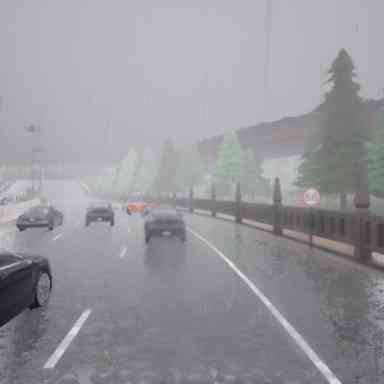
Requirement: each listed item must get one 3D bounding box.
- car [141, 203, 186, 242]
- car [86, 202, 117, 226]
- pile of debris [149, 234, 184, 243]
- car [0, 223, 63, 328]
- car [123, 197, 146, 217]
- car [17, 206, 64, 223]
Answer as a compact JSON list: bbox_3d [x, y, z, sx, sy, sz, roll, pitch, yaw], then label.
[{"bbox_3d":[-1.417,1.492,16.314,1.837,1.490,4.892,0,0,-9],"label":"car"},{"bbox_3d":[-6.456,1.507,23.652,1.837,1.490,4.892,0,0,-13],"label":"car"},{"bbox_3d":[-1.240,2.163,15.686,1.500,0.140,1.860,0,0,-9],"label":"pile of debris"},{"bbox_3d":[-3.710,1.503,4.951,2.128,1.511,4.902,0,0,-3],"label":"car"},{"bbox_3d":[-5.832,1.339,34.062,2.097,1.767,4.553,0,0,-18],"label":"car"},{"bbox_3d":[-9.273,1.566,20.648,2.033,1.411,5.357,0,0,-12],"label":"car"}]
